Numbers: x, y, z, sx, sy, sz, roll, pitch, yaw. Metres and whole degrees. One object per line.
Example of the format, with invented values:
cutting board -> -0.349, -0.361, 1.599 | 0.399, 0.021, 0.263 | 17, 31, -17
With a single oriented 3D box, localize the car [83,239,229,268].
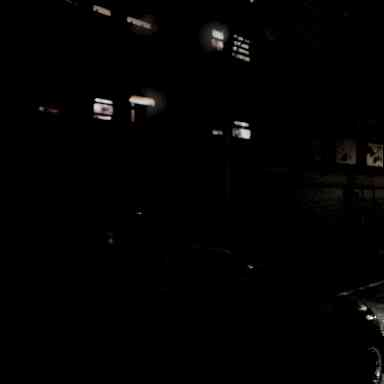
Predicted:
car -> -0.772, 1.592, 6.019 | 4.313, 1.339, 1.947 | 1, -1, -36

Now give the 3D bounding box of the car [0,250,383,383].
car -> 0.226, 1.584, 3.528 | 4.181, 1.385, 1.994 | 1, 0, -35

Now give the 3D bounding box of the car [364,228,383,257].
car -> 8.220, 1.698, 12.435 | 4.313, 1.339, 1.947 | 1, -1, -36
